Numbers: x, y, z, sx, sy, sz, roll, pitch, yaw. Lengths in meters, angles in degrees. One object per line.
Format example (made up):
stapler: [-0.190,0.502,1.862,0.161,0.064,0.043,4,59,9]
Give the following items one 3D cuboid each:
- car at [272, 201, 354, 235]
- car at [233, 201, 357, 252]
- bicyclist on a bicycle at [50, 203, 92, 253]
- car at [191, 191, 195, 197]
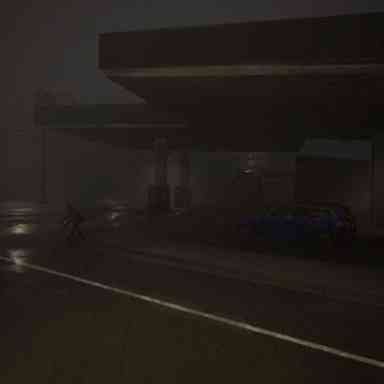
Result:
car: [6.559,1.318,18.141,3.806,1.475,1.970,2,1,35]
car: [3.882,1.181,13.000,4.611,1.667,2.242,2,1,35]
bicyclist on a bicycle: [-4.062,1.193,11.313,0.582,1.620,1.656,3,2,34]
car: [-1.648,0.321,79.325,4.902,1.511,2.128,1,1,-16]
